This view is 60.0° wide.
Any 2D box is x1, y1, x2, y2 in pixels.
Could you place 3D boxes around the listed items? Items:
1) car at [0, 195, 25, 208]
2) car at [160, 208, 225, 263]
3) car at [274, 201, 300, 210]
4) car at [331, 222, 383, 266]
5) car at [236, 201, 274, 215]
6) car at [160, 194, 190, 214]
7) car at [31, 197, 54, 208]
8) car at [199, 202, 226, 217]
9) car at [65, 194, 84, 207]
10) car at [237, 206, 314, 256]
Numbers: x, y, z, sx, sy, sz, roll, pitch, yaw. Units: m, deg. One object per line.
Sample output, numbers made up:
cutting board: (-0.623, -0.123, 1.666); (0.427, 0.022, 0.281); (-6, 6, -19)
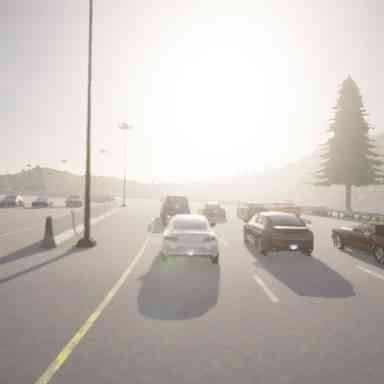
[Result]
car: (-21.848, 1.131, 40.534); (1.837, 1.490, 4.892); (1, 0, -14)
car: (-0.114, 1.526, 11.898); (1.812, 1.442, 4.674); (1, 0, -2)
car: (8.534, 1.630, 31.848); (1.882, 1.535, 5.008); (1, 0, -8)
car: (6.879, 1.722, 12.011); (1.895, 1.301, 4.718); (1, 0, -2)
car: (5.320, 1.603, 29.617); (1.837, 1.490, 4.892); (1, 0, -8)
car: (-1.471, 1.202, 27.755); (2.150, 2.045, 5.566); (1, 0, -7)
car: (-18.339, 1.288, 40.979); (1.895, 1.301, 4.718); (1, 0, -13)
car: (1.717, 1.598, 30.109); (1.994, 1.385, 4.181); (1, 0, -8)
car: (-15.599, 1.086, 44.382); (2.097, 1.767, 4.553); (1, 0, -14)
car: (3.321, 1.566, 13.544); (1.837, 1.490, 4.892); (1, 0, -2)
